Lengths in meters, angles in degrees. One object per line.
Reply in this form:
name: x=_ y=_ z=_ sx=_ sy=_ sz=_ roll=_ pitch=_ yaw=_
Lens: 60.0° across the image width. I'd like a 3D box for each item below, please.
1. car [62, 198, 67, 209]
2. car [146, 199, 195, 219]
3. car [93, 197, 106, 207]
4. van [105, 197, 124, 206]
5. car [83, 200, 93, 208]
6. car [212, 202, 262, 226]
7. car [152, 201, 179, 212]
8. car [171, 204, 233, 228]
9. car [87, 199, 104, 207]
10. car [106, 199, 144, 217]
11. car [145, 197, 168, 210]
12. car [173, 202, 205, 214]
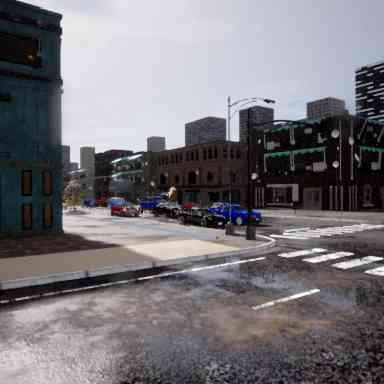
car: x=-23.223 y=2.230 z=58.344 sx=1.752 sy=1.417 sz=4.829 roll=-1 pitch=0 yaw=-35
car: x=-2.212 y=1.810 z=33.282 sx=2.128 sy=1.511 sz=4.902 roll=-1 pitch=0 yaw=-35
car: x=-16.499 y=1.935 z=63.340 sx=2.192 sy=1.841 sz=5.009 roll=-1 pitch=0 yaw=-35
van: x=-13.290 y=1.902 z=58.829 sx=1.690 sy=1.788 sz=3.998 roll=-1 pitch=0 yaw=-35
car: x=-19.550 y=2.190 z=63.201 sx=1.812 sy=1.442 sz=4.674 roll=-1 pitch=0 yaw=-35
car: x=3.187 y=1.689 z=25.685 sx=1.882 sy=1.535 sz=5.008 roll=-1 pitch=0 yaw=-36
car: x=-3.661 y=1.961 z=45.297 sx=1.802 sy=1.307 sz=4.206 roll=-2 pitch=0 yaw=-35
car: x=0.660 y=1.811 z=24.549 sx=1.947 sy=1.339 sz=4.313 roll=-2 pitch=0 yaw=-35
car: x=-19.701 y=2.223 z=67.851 sx=1.887 sy=1.381 sz=4.507 roll=-1 pitch=0 yaw=-35
car: x=-7.286 y=1.843 z=35.928 sx=1.967 sy=1.590 sz=4.097 roll=-2 pitch=0 yaw=-35
car: x=-4.850 y=1.609 z=42.508 sx=2.150 sy=2.045 sz=5.566 roll=-1 pitch=0 yaw=-35
car: x=-0.454 y=1.899 z=40.786 sx=1.802 sy=1.307 sz=4.206 roll=-2 pitch=0 yaw=-35
